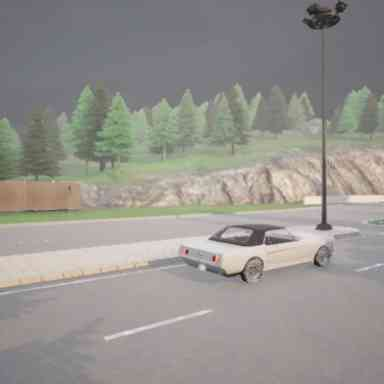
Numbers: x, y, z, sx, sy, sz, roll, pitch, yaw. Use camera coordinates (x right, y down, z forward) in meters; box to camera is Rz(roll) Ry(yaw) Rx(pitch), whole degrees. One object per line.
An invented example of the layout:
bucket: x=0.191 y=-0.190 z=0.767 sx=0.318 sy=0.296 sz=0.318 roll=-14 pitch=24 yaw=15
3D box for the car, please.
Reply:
car: x=2.059 y=1.573 z=9.518 sx=4.718 sy=1.301 sz=1.895 roll=0 pitch=0 yaw=-36
